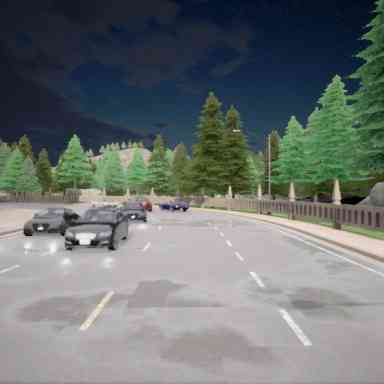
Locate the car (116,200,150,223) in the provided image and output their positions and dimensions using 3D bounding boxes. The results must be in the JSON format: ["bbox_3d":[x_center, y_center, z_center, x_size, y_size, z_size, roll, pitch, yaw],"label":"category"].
[{"bbox_3d":[-4.526,1.578,25.405,1.994,1.385,4.181,0,0,-11],"label":"car"}]

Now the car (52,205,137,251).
[{"bbox_3d":[-3.867,1.501,14.174,2.128,1.511,4.902,0,0,-2],"label":"car"}]

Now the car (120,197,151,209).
[{"bbox_3d":[-8.088,1.531,47.237,1.837,1.490,4.892,0,0,-43],"label":"car"}]

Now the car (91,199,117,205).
[{"bbox_3d":[-12.165,1.626,46.353,1.895,1.301,4.718,0,0,-43],"label":"car"}]

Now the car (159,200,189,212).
[{"bbox_3d":[-2.211,1.622,38.753,1.895,1.301,4.718,0,0,-28],"label":"car"}]

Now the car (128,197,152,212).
[{"bbox_3d":[-6.377,1.374,38.872,2.097,1.767,4.553,0,0,-30],"label":"car"}]

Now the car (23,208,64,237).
[{"bbox_3d":[-7.432,1.574,18.127,1.994,1.385,4.181,0,0,-3],"label":"car"}]
